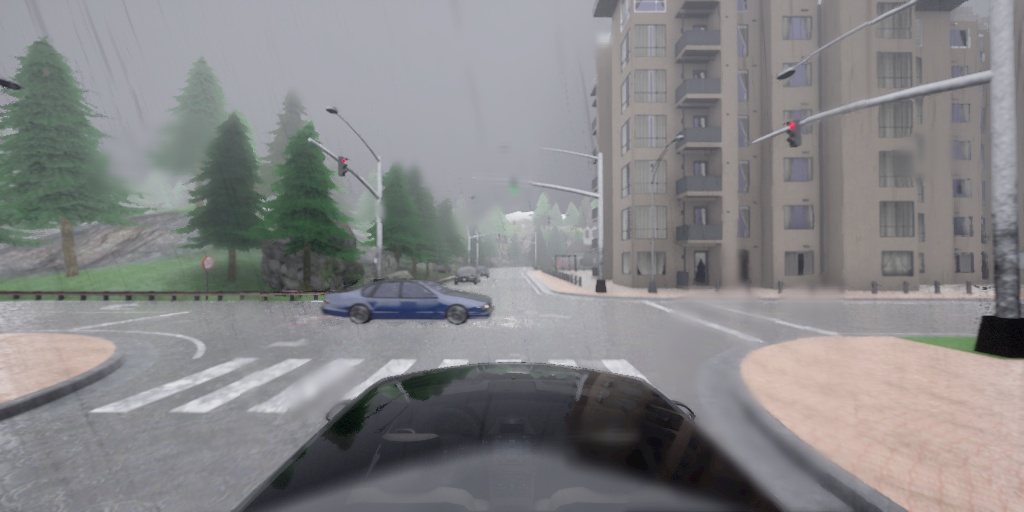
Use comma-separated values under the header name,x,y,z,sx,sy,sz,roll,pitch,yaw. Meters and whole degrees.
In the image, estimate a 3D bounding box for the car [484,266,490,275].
name,x,y,z,sx,sy,sz,roll,pitch,yaw
car,-3.676,1.851,41.786,1.994,1.385,4.181,0,-1,1

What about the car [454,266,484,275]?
name,x,y,z,sx,sy,sz,roll,pitch,yaw
car,-3.772,1.654,30.874,1.837,1.490,4.892,0,-1,1

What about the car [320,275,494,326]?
name,x,y,z,sx,sy,sz,roll,pitch,yaw
car,-3.305,1.454,11.798,5.357,1.411,2.033,0,-1,1
